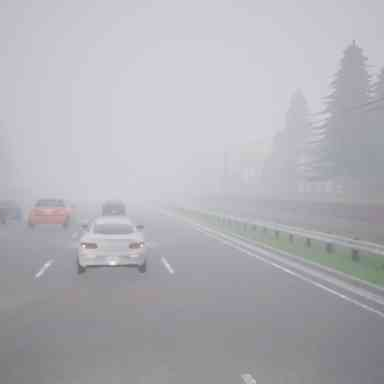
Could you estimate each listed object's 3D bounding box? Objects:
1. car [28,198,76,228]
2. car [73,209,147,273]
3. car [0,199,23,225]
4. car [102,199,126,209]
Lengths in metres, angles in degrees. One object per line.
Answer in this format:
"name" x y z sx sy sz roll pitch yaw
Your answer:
"car" -8.332 1.136 20.207 2.097 1.767 4.553 2 0 -13
"car" -2.462 1.476 10.412 1.812 1.442 4.674 2 0 -13
"car" -12.050 1.139 20.722 1.882 1.535 5.008 2 0 -13
"car" -6.663 1.343 28.427 1.882 1.535 5.008 2 0 -13
